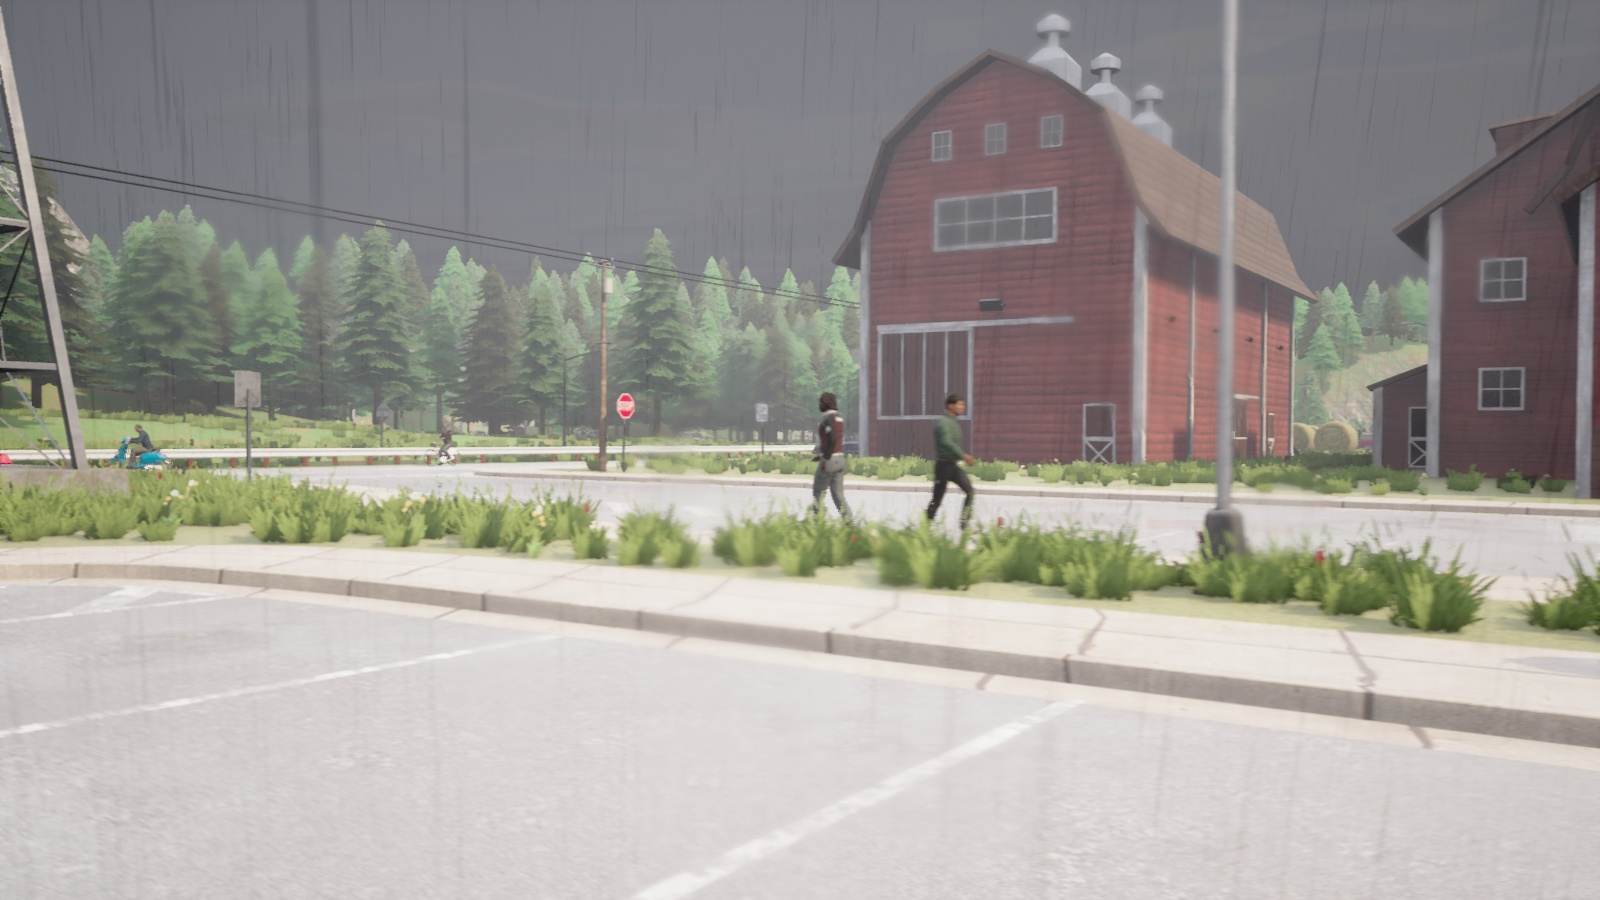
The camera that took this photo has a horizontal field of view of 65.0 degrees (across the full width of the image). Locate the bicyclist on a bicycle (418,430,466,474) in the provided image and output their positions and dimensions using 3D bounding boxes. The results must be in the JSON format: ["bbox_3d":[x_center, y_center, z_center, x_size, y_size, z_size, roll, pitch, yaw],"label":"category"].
[{"bbox_3d":[-14.460,0.064,50.788,0.659,1.776,1.843,0,1,34],"label":"bicyclist on a bicycle"}]

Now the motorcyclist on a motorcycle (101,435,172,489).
[{"bbox_3d":[-20.561,0.363,38.980,1.817,1.590,0.866,-1,3,-20],"label":"motorcyclist on a motorcycle"}]

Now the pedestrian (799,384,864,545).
[{"bbox_3d":[0.388,0.178,15.392,0.666,1.930,0.402,0,1,31],"label":"pedestrian"}]

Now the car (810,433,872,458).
[{"bbox_3d":[2.506,-0.292,76.015,1.816,1.474,4.193,0,1,34],"label":"car"}]

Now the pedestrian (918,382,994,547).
[{"bbox_3d":[1.886,0.166,15.179,0.788,1.949,0.423,0,1,32],"label":"pedestrian"}]
